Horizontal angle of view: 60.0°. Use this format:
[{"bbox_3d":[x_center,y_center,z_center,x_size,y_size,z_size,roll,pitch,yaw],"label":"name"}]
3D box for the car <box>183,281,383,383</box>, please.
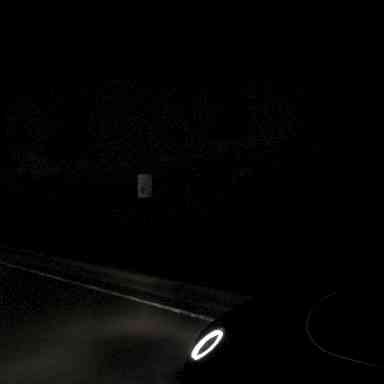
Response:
[{"bbox_3d":[2.116,1.356,2.484,4.553,1.767,2.097,1,0,35],"label":"car"}]
